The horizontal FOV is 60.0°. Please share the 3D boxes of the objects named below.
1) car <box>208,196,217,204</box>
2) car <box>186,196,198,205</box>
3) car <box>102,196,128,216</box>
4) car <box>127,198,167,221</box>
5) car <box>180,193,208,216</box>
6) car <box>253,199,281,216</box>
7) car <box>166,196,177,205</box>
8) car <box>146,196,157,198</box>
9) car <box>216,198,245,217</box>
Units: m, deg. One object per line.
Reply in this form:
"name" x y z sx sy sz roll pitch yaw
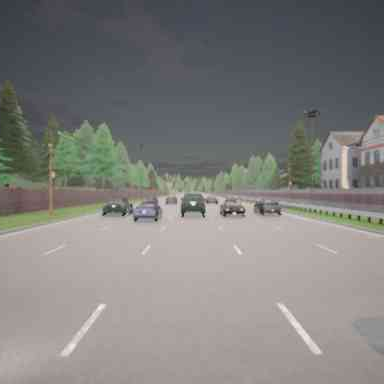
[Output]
"car" 3.502 1.421 57.980 1.994 1.385 4.181 0 0 0
"car" -0.003 1.406 57.244 2.033 1.411 5.357 0 0 0
"car" -6.902 1.274 31.420 2.097 1.767 4.553 0 0 0
"car" -3.403 1.482 26.195 2.033 1.411 5.357 0 0 0
"car" 0.097 1.144 31.127 2.150 2.045 5.566 0 0 0
"car" 7.096 1.413 31.657 2.128 1.511 4.902 0 0 0
"car" -3.506 1.351 56.762 2.128 1.511 4.902 0 0 0
"car" -6.997 1.349 57.840 2.128 1.511 4.902 0 0 0
"car" 3.597 1.526 30.357 1.895 1.301 4.718 0 0 0
